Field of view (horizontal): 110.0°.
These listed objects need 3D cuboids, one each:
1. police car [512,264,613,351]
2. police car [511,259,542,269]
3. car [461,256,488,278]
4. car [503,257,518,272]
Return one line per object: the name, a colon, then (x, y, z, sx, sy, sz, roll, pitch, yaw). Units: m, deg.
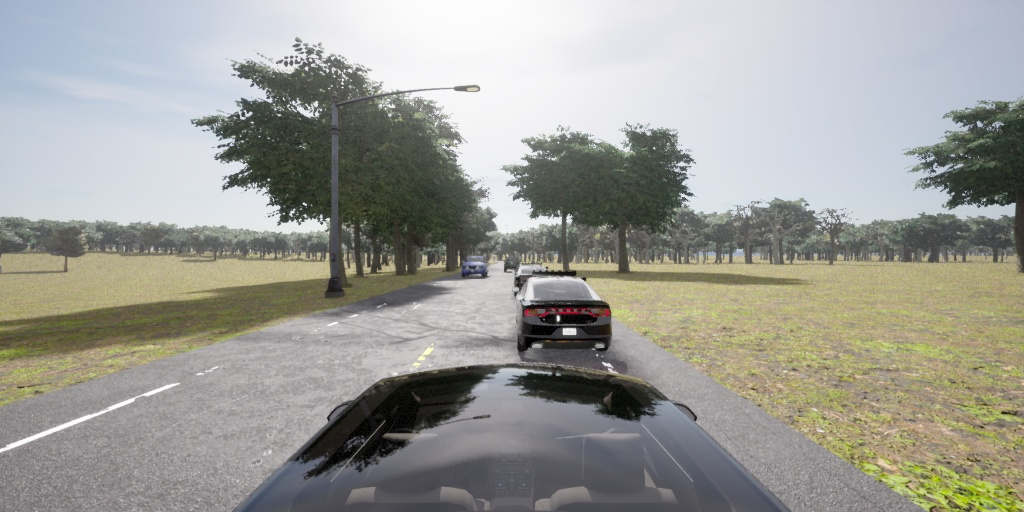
police car: (1.047, 1.173, 9.117, 1.930, 1.638, 5.238, 0, 0, 0)
police car: (1.043, 1.173, 19.119, 1.930, 1.638, 5.238, 0, 0, 0)
car: (-3.512, 1.009, 34.454, 2.150, 2.045, 5.566, 0, 0, 0)
car: (0.014, 1.106, 48.479, 2.150, 2.045, 5.566, 0, -1, 0)
